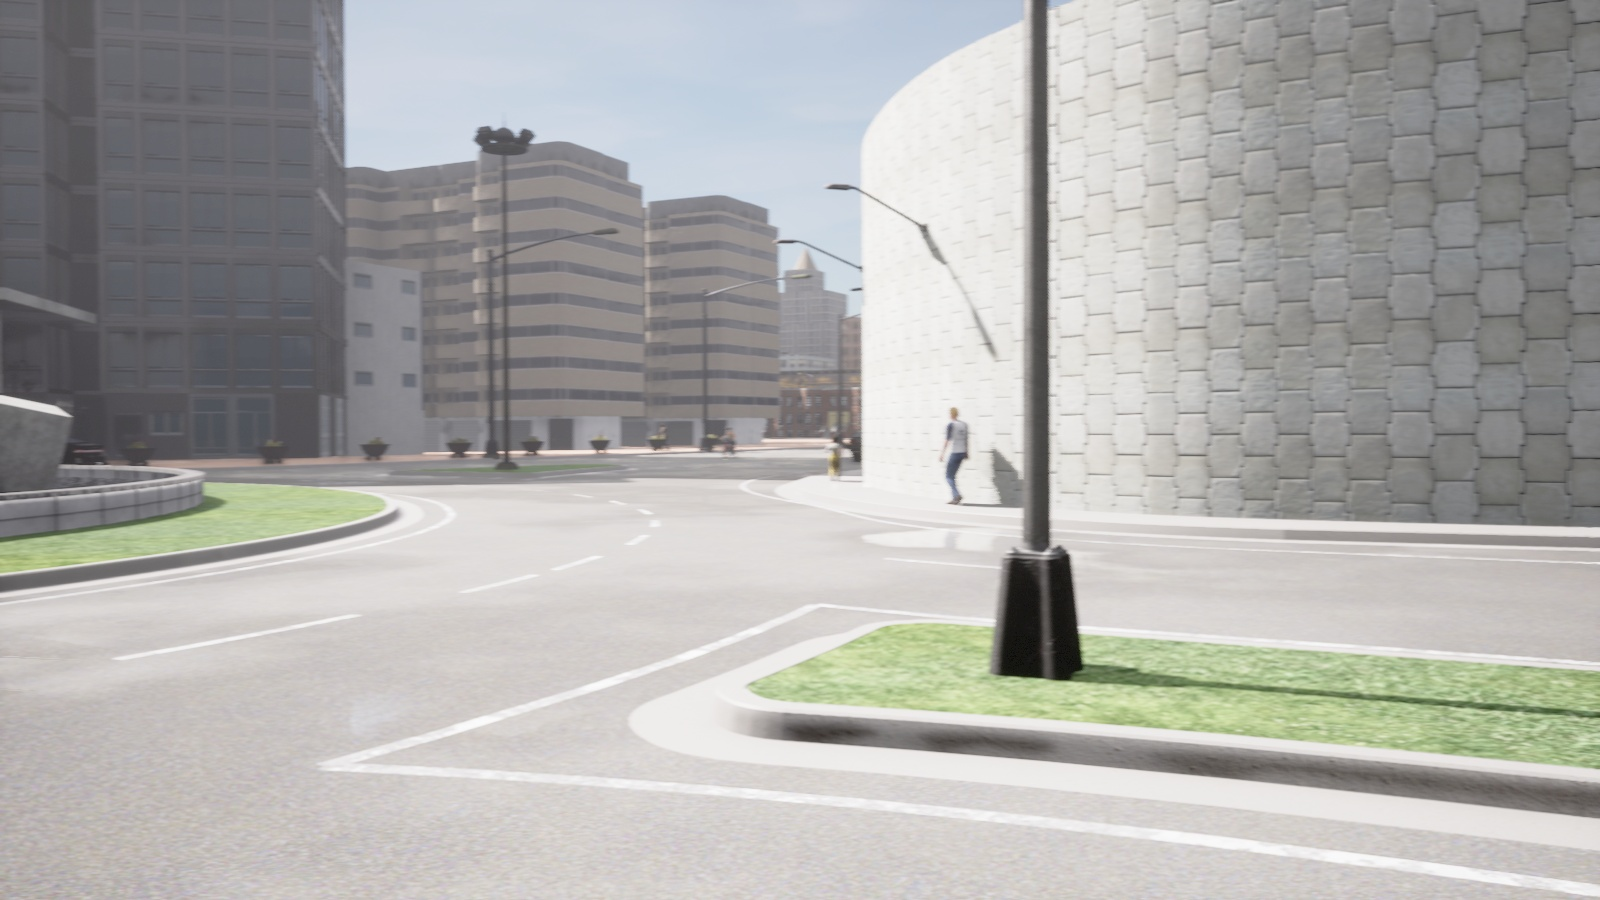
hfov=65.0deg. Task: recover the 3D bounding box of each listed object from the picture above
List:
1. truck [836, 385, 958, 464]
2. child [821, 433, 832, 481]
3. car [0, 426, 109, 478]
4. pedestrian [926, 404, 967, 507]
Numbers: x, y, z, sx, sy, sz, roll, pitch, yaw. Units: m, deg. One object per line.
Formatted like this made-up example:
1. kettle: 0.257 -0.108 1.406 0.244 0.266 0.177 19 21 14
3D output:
1. truck: 4.734 -1.185 59.535 2.891 3.462 7.936 1 1 27
2. child: 0.712 0.182 33.119 0.270 1.263 0.437 0 1 3
3. car: -24.125 0.033 38.351 4.902 1.511 2.128 0 1 3
4. pedestrian: 2.660 0.090 22.757 0.354 1.836 0.706 0 1 -34
